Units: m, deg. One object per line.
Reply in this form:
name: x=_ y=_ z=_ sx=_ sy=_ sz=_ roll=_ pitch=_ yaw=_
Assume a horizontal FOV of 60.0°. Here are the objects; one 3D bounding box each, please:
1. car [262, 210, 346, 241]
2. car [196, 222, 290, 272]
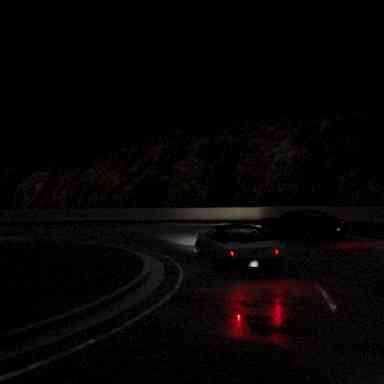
car: x=5.889 y=1.706 z=18.228 sx=1.882 sy=1.535 sz=5.008 roll=1 pitch=-1 yaw=-28
car: x=1.398 y=1.782 z=11.577 sx=1.895 sy=1.301 sz=4.718 roll=-1 pitch=-1 yaw=-9
